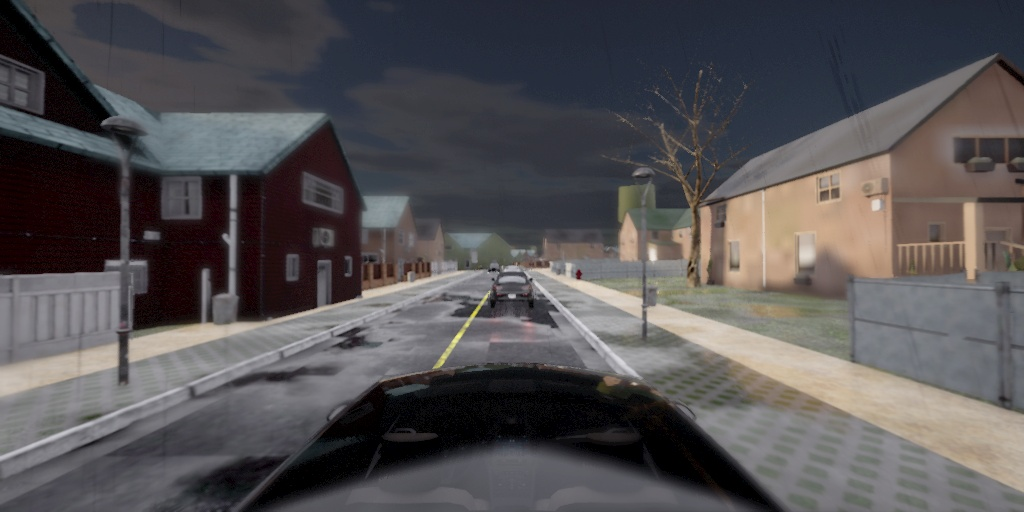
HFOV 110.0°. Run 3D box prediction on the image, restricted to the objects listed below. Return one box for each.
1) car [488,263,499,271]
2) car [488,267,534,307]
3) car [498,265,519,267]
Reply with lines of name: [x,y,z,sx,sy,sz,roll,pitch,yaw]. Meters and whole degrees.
car: [-2.743,1.860,56.654,1.837,1.490,4.892,0,-1,0]
car: [0.009,1.419,16.260,1.812,1.442,4.674,0,0,0]
car: [0.011,1.579,31.230,1.812,1.442,4.674,0,0,0]
